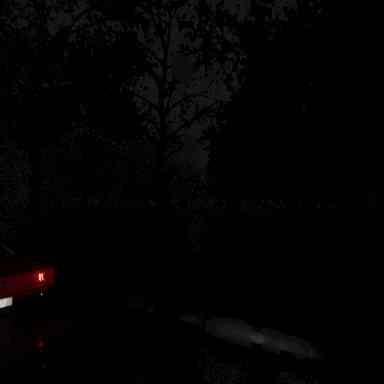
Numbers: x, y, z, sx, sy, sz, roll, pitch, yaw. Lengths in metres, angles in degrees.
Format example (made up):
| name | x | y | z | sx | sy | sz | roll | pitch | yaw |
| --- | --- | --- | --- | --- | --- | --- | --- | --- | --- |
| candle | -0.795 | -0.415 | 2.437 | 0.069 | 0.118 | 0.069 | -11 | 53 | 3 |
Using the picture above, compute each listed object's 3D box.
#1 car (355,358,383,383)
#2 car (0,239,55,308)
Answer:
| name | x | y | z | sx | sy | sz | roll | pitch | yaw |
| --- | --- | --- | --- | --- | --- | --- | --- | --- | --- |
| car | 3.141 | 1.504 | 1.138 | 4.892 | 1.490 | 1.837 | 0 | 0 | 35 |
| car | -5.016 | 1.612 | 6.978 | 4.718 | 1.301 | 1.895 | 0 | 0 | 36 |
